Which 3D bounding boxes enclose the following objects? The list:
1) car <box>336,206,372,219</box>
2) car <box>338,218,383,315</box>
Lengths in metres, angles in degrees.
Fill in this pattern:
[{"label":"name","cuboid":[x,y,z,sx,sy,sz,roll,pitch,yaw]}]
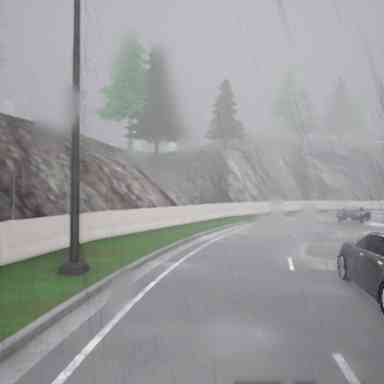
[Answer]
[{"label":"car","cuboid":[13.432,1.814,27.382,1.895,1.301,4.718,0,0,37]},{"label":"car","cuboid":[4.566,1.571,7.080,1.837,1.490,4.892,0,0,9]}]
